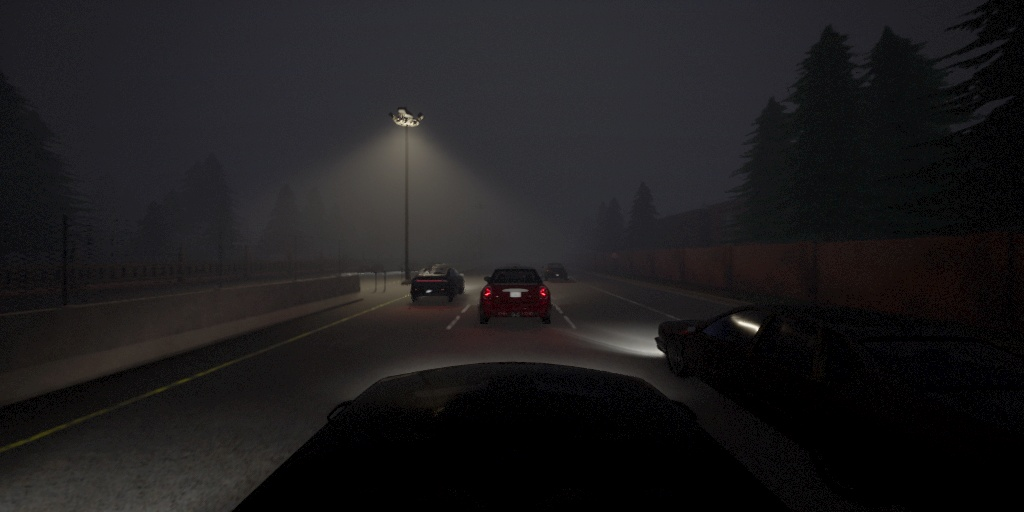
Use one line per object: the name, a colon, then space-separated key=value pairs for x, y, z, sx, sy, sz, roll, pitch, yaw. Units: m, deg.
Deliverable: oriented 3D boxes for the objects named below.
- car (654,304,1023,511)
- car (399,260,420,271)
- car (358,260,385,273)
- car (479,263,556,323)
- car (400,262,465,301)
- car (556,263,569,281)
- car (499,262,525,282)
car: x=3.599 y=1.298 z=4.307 sx=2.033 sy=1.411 sz=5.357 roll=0 pitch=0 yaw=0
car: x=-13.794 y=1.243 z=48.583 sx=2.128 sy=1.511 sz=4.902 roll=0 pitch=0 yaw=2
car: x=-17.410 y=1.276 z=44.706 sx=1.812 sy=1.442 sz=4.674 roll=0 pitch=0 yaw=2
car: x=0.098 y=1.103 z=12.191 sx=2.097 sy=1.767 sz=4.553 roll=0 pitch=0 yaw=0
car: x=-3.423 y=1.242 z=17.139 sx=2.128 sy=1.511 sz=4.902 roll=0 pitch=0 yaw=0
car: x=3.513 y=1.278 z=29.988 sx=1.812 sy=1.442 sz=4.674 roll=0 pitch=0 yaw=0
car: x=0.028 y=1.299 z=30.567 sx=2.033 sy=1.411 sz=5.357 roll=0 pitch=0 yaw=1
